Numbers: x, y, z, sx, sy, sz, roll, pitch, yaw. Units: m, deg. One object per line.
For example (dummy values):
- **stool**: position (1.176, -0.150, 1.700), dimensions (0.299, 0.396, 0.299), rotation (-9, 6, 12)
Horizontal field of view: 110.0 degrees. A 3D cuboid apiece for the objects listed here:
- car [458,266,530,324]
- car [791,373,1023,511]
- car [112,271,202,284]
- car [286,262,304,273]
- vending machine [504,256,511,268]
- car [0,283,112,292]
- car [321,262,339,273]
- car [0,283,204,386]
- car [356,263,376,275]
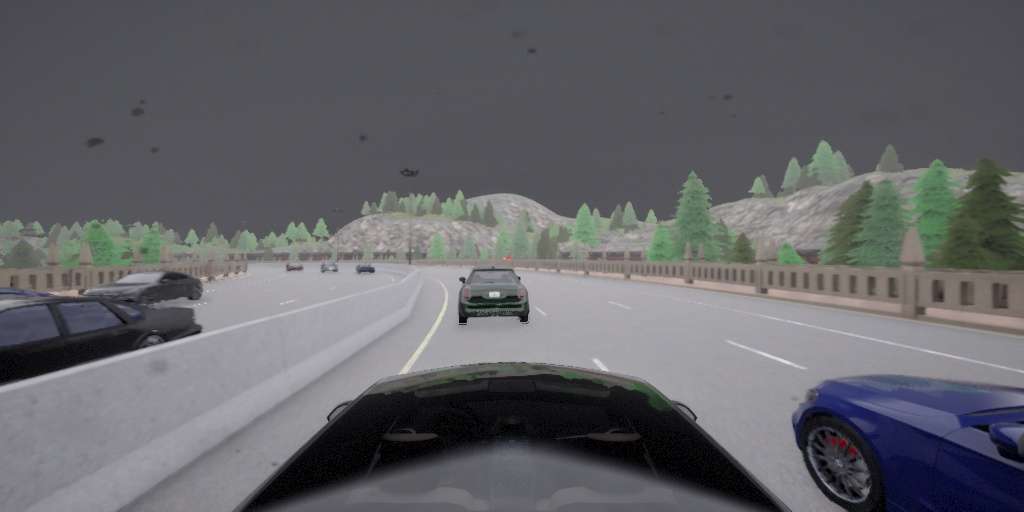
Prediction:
- **car**: position (-0.730, 1.116, 12.270), dimensions (2.097, 1.767, 4.553), rotation (0, 0, -6)
- **car**: position (3.471, 1.261, 1.302), dimensions (1.812, 1.442, 4.674), rotation (0, 0, 0)
- **car**: position (-15.466, 1.372, 15.407), dimensions (1.812, 1.442, 4.674), rotation (0, 0, -10)
- **car**: position (-32.232, 1.616, 53.180), dimensions (1.882, 1.535, 5.008), rotation (0, 0, -37)
- **vending machine**: position (-0.772, 1.057, 58.444), dimensions (1.100, 2.100, 0.880), rotation (0, 0, -30)
- **car**: position (-10.893, 1.329, 6.656), dimensions (1.812, 1.442, 4.674), rotation (0, 0, -4)
- **car**: position (-24.654, 1.532, 48.461), dimensions (2.128, 1.511, 4.902), rotation (0, 0, -32)
- **car**: position (-7.250, 1.332, 5.018), dimensions (2.033, 1.411, 5.357), rotation (0, 0, -2)
- **car**: position (-17.902, 1.561, 43.841), dimensions (1.895, 1.301, 4.718), rotation (0, 0, -28)
